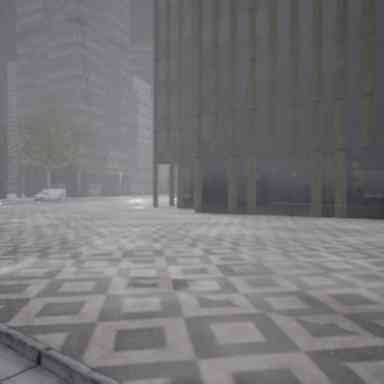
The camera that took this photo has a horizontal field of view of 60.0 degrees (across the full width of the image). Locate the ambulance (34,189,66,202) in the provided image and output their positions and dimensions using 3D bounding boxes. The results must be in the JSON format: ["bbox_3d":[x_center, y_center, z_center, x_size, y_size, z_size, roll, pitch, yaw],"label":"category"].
[{"bbox_3d":[-28.745,0.631,67.373,2.351,2.431,6.366,1,1,30],"label":"ambulance"}]
